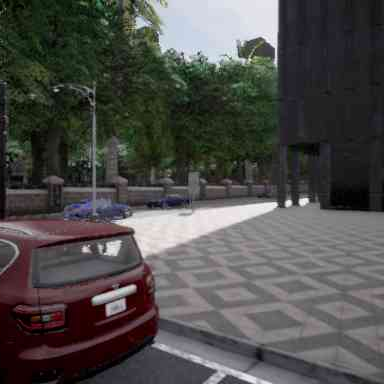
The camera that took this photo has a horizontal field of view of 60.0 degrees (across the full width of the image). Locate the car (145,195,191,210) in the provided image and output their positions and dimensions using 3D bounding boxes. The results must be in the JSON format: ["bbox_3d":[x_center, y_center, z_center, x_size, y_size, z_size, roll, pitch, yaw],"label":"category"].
[{"bbox_3d":[-2.219,0.949,31.497,1.895,1.301,4.718,0,1,36],"label":"car"}]

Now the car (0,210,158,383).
[{"bbox_3d":[-2.755,1.295,4.929,5.009,1.841,2.192,0,0,35],"label":"car"}]

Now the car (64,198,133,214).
[{"bbox_3d":[-5.879,1.118,21.114,1.812,1.442,4.674,0,1,36],"label":"car"}]

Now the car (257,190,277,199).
[{"bbox_3d":[11.793,0.356,50.783,2.033,1.411,5.357,0,1,36],"label":"car"}]
